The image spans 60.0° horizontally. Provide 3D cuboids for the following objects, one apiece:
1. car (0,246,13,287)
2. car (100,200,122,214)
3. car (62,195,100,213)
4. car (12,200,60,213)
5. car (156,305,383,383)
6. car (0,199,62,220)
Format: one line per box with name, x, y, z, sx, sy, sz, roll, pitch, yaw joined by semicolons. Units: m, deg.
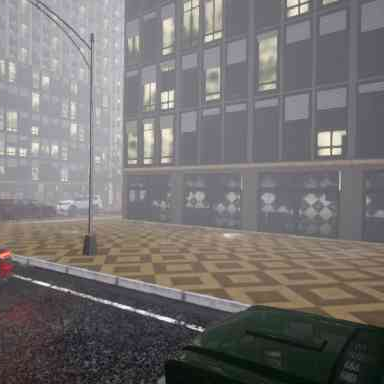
car;-6.093;1.521;7.998;4.674;1.442;1.812;0;0;35
car;-8.052;1.830;39.169;1.752;1.417;4.829;1;0;36
car;-13.781;1.417;41.130;2.150;2.045;5.566;1;0;36
car;-18.347;1.643;39.312;1.752;1.417;4.829;1;0;36
car;2.016;1.601;2.248;4.718;1.301;1.895;0;0;35
car;-14.831;1.519;29.944;2.192;1.841;5.009;1;0;36
